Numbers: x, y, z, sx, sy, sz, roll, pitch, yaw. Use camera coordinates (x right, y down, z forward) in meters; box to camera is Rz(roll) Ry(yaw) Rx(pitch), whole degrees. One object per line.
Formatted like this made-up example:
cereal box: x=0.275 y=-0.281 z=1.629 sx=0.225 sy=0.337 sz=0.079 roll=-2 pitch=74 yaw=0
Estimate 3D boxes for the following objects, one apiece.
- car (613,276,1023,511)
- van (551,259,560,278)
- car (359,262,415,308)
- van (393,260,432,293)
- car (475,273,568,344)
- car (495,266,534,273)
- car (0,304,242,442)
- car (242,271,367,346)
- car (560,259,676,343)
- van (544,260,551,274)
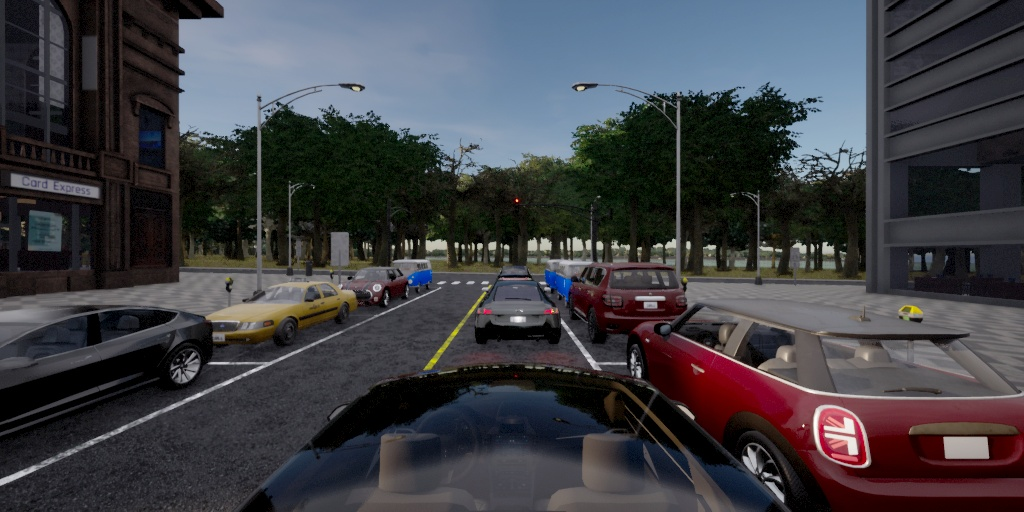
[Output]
car: x=2.767 y=1.190 z=4.120 sx=1.967 sy=1.591 sz=4.097 roll=0 pitch=0 yaw=0
van: x=2.790 y=1.091 z=14.995 sx=1.690 sy=1.789 sz=3.998 roll=0 pitch=0 yaw=0
car: x=-5.735 y=1.190 z=15.013 sx=1.967 sy=1.591 sz=4.097 roll=0 pitch=0 yaw=0
van: x=-5.723 y=1.092 z=20.451 sx=1.690 sy=1.789 sz=3.998 roll=0 pitch=0 yaw=0
car: x=0.121 y=1.314 z=9.607 sx=1.994 sy=1.385 sz=4.181 roll=0 pitch=0 yaw=0
car: x=0.136 y=1.243 z=18.488 sx=2.128 sy=1.511 sz=4.902 roll=0 pitch=0 yaw=0
car: x=-5.758 y=1.316 z=4.138 sx=1.948 sy=1.339 sz=4.313 roll=0 pitch=0 yaw=0
car: x=-5.747 y=1.275 z=9.406 sx=1.751 sy=1.417 sz=4.829 roll=0 pitch=0 yaw=0
car: x=2.779 y=1.065 z=9.558 sx=2.192 sy=1.841 sz=5.009 roll=0 pitch=0 yaw=0
van: x=2.802 y=1.092 z=20.433 sx=1.690 sy=1.789 sz=3.998 roll=0 pitch=0 yaw=0
